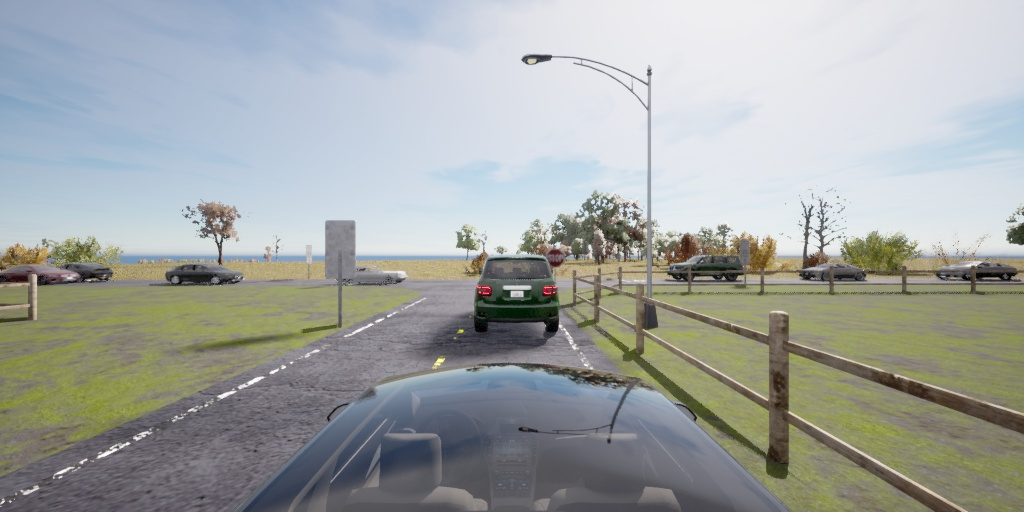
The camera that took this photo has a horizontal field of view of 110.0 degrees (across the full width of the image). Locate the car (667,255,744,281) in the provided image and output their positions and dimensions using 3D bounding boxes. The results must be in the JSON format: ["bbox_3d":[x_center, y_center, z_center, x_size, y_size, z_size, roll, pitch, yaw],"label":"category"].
[{"bbox_3d":[15.438,0.928,28.682,5.566,2.045,2.150,0,0,0],"label":"car"}]

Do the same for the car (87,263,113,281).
[{"bbox_3d":[-35.551,1.350,29.206,4.892,1.490,1.837,0,0,1],"label":"car"}]

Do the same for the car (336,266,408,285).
[{"bbox_3d":[-10.078,1.375,25.993,4.718,1.301,1.895,0,0,1],"label":"car"}]

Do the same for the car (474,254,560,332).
[{"bbox_3d":[0.123,0.971,10.942,2.150,2.045,5.566,0,0,0],"label":"car"}]

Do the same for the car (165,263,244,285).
[{"bbox_3d":[-22.280,1.309,26.117,4.892,1.490,1.837,1,0,1],"label":"car"}]

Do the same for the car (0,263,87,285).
[{"bbox_3d":[-34.684,1.370,26.257,4.674,1.442,1.812,0,0,1],"label":"car"}]

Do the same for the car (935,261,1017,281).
[{"bbox_3d":[36.674,1.164,28.445,4.902,1.511,2.128,0,0,1],"label":"car"}]

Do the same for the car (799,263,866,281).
[{"bbox_3d":[25.479,1.250,28.577,4.181,1.385,1.994,0,0,0],"label":"car"}]
